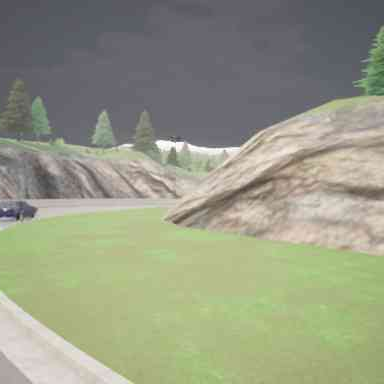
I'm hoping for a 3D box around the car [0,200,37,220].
[{"bbox_3d":[-15.603,1.536,29.727,2.097,1.767,4.553,0,-1,-5],"label":"car"}]
